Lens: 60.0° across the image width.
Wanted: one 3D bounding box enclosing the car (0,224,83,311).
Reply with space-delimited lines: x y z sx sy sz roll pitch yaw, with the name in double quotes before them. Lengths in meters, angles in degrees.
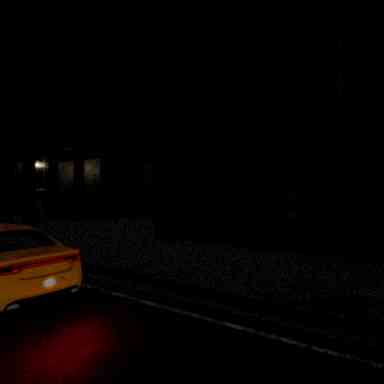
"car" -4.507 1.453 7.398 5.008 1.535 1.882 0 0 37
